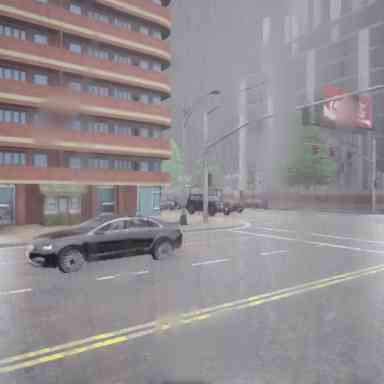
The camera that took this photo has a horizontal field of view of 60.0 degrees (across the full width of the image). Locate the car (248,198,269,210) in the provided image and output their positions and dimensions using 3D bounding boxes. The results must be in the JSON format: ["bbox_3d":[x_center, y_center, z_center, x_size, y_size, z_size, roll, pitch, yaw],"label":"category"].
[{"bbox_3d":[7.717,1.525,42.635,1.812,1.442,4.674,0,0,-35],"label":"car"}]

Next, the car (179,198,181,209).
[{"bbox_3d":[-1.859,1.491,43.809,2.128,1.511,4.902,0,0,-35],"label":"car"}]

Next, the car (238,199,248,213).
[{"bbox_3d":[3.502,1.601,36.150,1.895,1.301,4.718,0,0,-35],"label":"car"}]

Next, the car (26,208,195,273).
[{"bbox_3d":[-2.584,1.492,10.705,4.902,1.511,2.128,0,0,-35],"label":"car"}]

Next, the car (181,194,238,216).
[{"bbox_3d":[1.579,1.222,32.791,2.150,2.045,5.566,0,0,-35],"label":"car"}]

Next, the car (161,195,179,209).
[{"bbox_3d":[-3.954,1.352,40.696,2.097,1.767,4.553,0,0,-35],"label":"car"}]

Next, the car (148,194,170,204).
[{"bbox_3d":[-6.286,1.351,62.683,2.097,1.767,4.553,0,0,-35],"label":"car"}]
